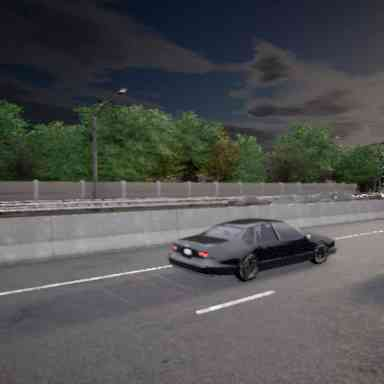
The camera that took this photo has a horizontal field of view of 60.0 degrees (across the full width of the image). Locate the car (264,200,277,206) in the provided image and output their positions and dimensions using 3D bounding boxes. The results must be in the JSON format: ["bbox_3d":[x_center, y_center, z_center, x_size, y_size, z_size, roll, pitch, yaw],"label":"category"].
[{"bbox_3d":[10.972,1.192,37.657,4.902,1.511,2.128,0,0,-35],"label":"car"}]

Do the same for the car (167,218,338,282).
[{"bbox_3d":[1.933,1.476,9.558,5.357,1.411,2.033,-1,0,-36],"label":"car"}]

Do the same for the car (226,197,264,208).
[{"bbox_3d":[6.430,1.280,38.727,5.357,1.411,2.033,-1,0,-35],"label":"car"}]

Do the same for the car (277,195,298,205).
[{"bbox_3d":[11.213,1.070,33.538,4.553,1.767,2.097,-1,0,-35],"label":"car"}]

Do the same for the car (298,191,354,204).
[{"bbox_3d":[12.483,0.945,30.152,5.566,2.045,2.150,-1,0,-35],"label":"car"}]
